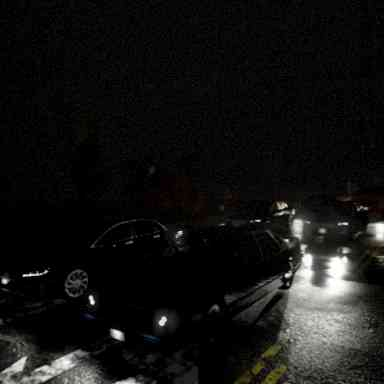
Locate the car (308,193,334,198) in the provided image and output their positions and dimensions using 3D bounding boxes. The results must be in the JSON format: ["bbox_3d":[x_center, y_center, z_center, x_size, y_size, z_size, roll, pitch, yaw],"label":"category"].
[{"bbox_3d":[9.276,0.878,23.955,1.882,1.535,5.008,0,1,36],"label":"car"}]

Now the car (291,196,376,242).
[{"bbox_3d":[6.297,1.120,14.366,2.128,1.511,4.902,0,1,36],"label":"car"}]

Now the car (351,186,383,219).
[{"bbox_3d":[12.287,0.596,22.573,2.150,2.045,5.566,0,1,36],"label":"car"}]

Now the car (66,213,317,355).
[{"bbox_3d":[0.575,1.419,6.512,2.033,1.411,5.357,0,1,36],"label":"car"}]

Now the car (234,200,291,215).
[{"bbox_3d":[3.376,1.143,15.874,2.128,1.511,4.902,0,1,36],"label":"car"}]

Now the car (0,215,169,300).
[{"bbox_3d":[-2.144,1.391,8.297,1.837,1.490,4.892,0,1,36],"label":"car"}]
